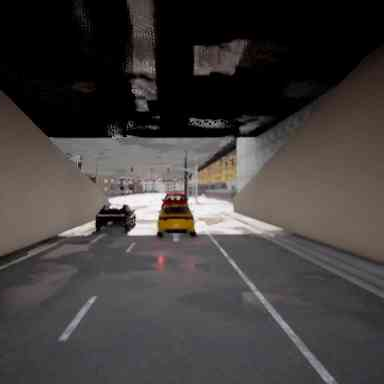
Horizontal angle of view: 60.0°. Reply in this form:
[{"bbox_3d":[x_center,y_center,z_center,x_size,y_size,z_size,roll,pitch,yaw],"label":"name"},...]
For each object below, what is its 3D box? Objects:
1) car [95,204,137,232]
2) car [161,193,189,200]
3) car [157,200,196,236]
[{"bbox_3d":[-4.477,1.439,20.016,2.128,1.511,4.902,0,0,-3],"label":"car"},{"bbox_3d":[-1.416,1.114,27.939,2.150,2.045,5.566,0,0,-3],"label":"car"},{"bbox_3d":[-0.859,1.407,17.972,1.882,1.535,5.008,0,0,-3],"label":"car"}]
